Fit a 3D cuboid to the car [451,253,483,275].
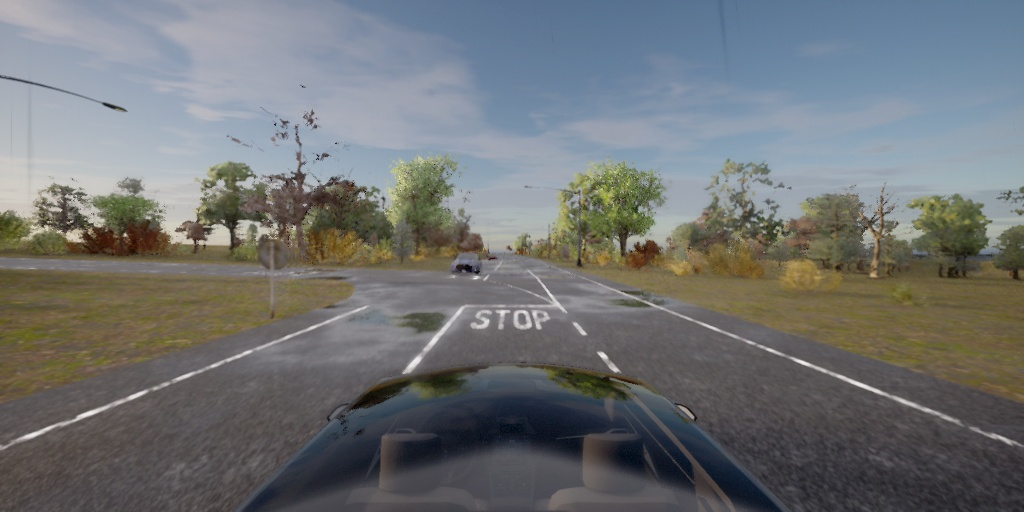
[{"bbox_3d":[-3.495,0.514,28.309,2.097,1.767,4.553,1,0,0],"label":"car"}]
